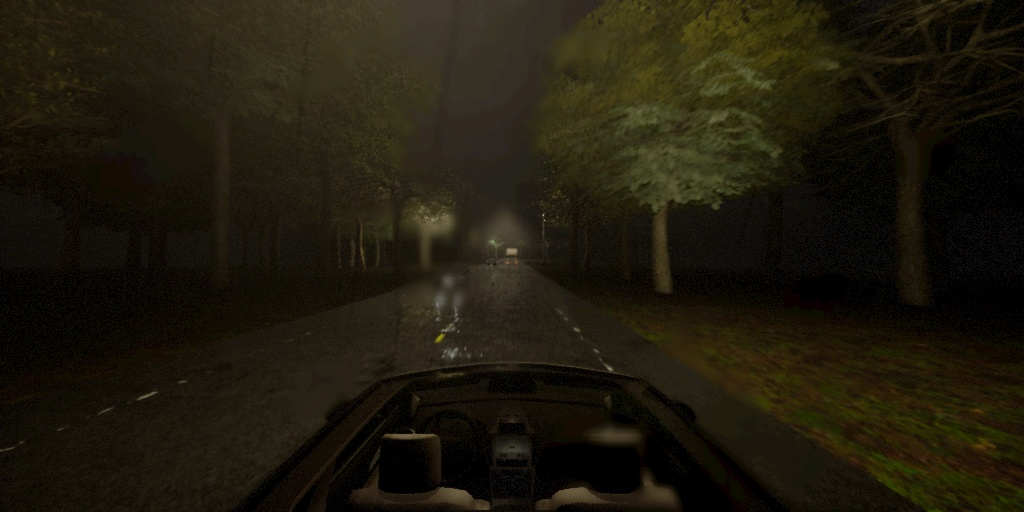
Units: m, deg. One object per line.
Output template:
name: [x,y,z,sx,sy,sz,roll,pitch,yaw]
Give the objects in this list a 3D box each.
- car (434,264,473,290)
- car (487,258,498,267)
car: [-3.587,1.245,22.715,2.128,1.511,4.902,0,0,0]
car: [-3.502,1.189,64.462,1.837,1.490,4.892,0,1,0]
